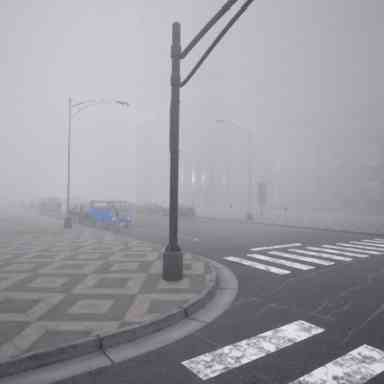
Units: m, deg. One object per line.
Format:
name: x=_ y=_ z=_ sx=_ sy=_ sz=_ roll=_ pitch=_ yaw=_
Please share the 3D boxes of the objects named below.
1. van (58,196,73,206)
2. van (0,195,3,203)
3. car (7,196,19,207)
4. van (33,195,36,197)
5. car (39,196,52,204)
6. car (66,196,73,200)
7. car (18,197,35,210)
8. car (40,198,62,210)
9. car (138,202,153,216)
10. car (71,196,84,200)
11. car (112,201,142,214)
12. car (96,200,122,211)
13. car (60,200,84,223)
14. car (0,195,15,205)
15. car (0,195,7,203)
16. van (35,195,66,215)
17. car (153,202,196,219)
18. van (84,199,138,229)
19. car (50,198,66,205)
van: x=-23.777 y=1.655 z=62.255 sx=1.690 sy=1.788 sz=3.998 roll=1 pitch=-1 yaw=-35
van: x=-46.696 y=1.613 z=79.906 sx=1.690 sy=1.788 sz=3.998 roll=1 pitch=-1 yaw=-35
car: x=-27.576 y=1.693 z=52.825 sx=2.008 sy=1.369 sz=4.403 roll=1 pitch=-1 yaw=-35
van: x=-36.533 y=1.741 z=80.303 sx=1.690 sy=1.788 sz=3.998 roll=1 pitch=-1 yaw=-35
car: x=-33.346 y=1.819 z=75.791 sx=1.967 sy=1.590 sz=4.097 roll=1 pitch=-1 yaw=-35
car: x=-20.588 y=1.607 z=57.743 sx=2.192 sy=1.841 sz=5.009 roll=1 pitch=-1 yaw=-35
car: x=-21.202 y=1.681 z=43.799 sx=1.802 sy=1.307 sz=4.206 roll=1 pitch=-1 yaw=-35
car: x=-19.712 y=1.658 z=46.500 sx=1.837 sy=1.490 sz=4.892 roll=1 pitch=-1 yaw=-35
car: x=-4.645 y=1.731 z=35.179 sx=1.887 sy=1.381 sz=4.507 roll=1 pitch=-1 yaw=-35
car: x=-17.401 y=1.816 z=53.228 sx=1.887 sy=1.381 sz=4.507 roll=1 pitch=-1 yaw=-35
car: x=-7.834 y=1.752 z=39.691 sx=1.887 sy=1.381 sz=4.507 roll=1 pitch=-1 yaw=-35
car: x=-11.121 y=1.754 z=44.342 sx=1.752 sy=1.417 sz=4.829 roll=1 pitch=-1 yaw=-35
car: x=-8.454 y=1.559 z=25.747 sx=1.887 sy=1.381 sz=4.507 roll=1 pitch=-1 yaw=-35
car: x=-37.038 y=1.731 z=66.226 sx=1.752 sy=1.417 sz=4.829 roll=1 pitch=-1 yaw=-35
car: x=-43.508 y=1.565 z=75.393 sx=2.192 sy=1.841 sz=5.009 roll=1 pitch=-1 yaw=-35
van: x=-14.825 y=1.397 z=34.775 sx=1.690 sy=1.788 sz=3.998 roll=1 pitch=-1 yaw=-35
car: x=-1.456 y=1.710 z=30.667 sx=1.887 sy=1.381 sz=4.507 roll=1 pitch=-1 yaw=-35
van: x=-5.264 y=1.335 z=21.236 sx=1.690 sy=1.788 sz=3.998 roll=1 pitch=-1 yaw=-35
car: x=-26.968 y=1.886 z=66.765 sx=2.008 sy=1.369 sz=4.403 roll=1 pitch=-1 yaw=-35
